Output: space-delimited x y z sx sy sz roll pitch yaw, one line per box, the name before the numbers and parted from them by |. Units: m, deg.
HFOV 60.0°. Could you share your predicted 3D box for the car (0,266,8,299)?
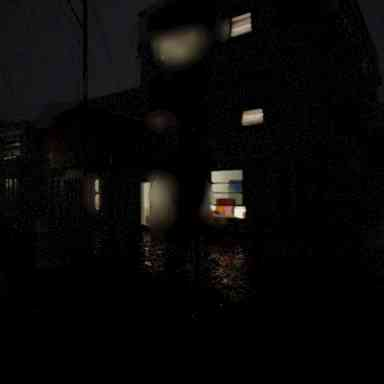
car | -5.673 1.506 6.927 4.829 1.417 1.752 0 0 36
